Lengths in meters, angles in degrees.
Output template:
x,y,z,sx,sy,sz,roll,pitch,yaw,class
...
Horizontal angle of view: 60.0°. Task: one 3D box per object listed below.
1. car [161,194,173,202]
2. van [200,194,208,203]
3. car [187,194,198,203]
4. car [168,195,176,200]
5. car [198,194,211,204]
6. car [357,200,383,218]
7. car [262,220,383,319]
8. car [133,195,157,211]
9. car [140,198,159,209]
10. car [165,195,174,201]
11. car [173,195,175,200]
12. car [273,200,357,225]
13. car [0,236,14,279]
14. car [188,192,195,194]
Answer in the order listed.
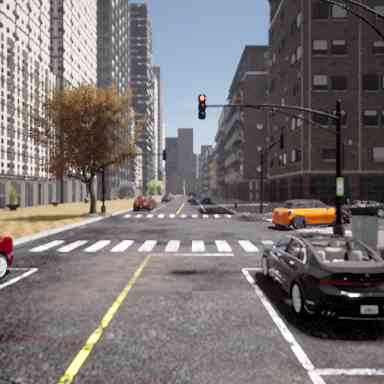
x,y,z,sx,sy,sz,roll,pitch,yaw,class
-5.729,1.567,72.737,1.947,1.339,4.313,0,0,0,car
2.651,1.342,72.741,1.690,1.788,3.998,0,0,0,van
-0.037,1.599,69.370,1.895,1.301,4.718,0,0,0,car
-5.741,1.575,94.828,2.008,1.369,4.403,0,0,0,car
2.657,1.559,61.694,1.947,1.339,4.313,0,0,0,car
13.412,1.328,26.626,4.403,1.369,2.008,-1,1,-1,car
2.685,1.545,7.215,2.008,1.369,4.403,0,0,0,car
-5.712,1.303,39.599,2.192,1.841,5.009,0,0,0,car
-5.715,1.555,45.122,1.947,1.339,4.313,0,0,0,car
-5.735,1.562,83.782,2.008,1.369,4.403,0,0,0,car
-5.733,1.321,78.259,2.192,1.841,5.009,0,0,0,car
7.307,1.247,20.364,4.553,1.767,2.097,-2,1,-17,car
-5.695,1.539,7.211,1.887,1.381,4.507,0,0,0,car
-0.040,1.082,79.376,2.150,2.045,5.566,0,0,0,car
